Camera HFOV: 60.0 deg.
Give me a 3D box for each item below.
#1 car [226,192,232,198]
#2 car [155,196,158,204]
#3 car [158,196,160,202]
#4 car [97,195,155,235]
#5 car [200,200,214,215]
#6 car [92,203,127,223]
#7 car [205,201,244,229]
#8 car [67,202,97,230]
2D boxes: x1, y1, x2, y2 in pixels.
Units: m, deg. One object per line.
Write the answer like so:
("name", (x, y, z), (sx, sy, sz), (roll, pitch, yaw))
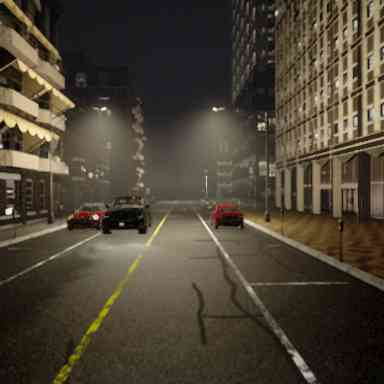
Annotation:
("car", (12.022, 0.814, 93.621), (5.009, 1.841, 2.192), (-1, 1, -2))
("car", (-7.238, 1.498, 54.522), (2.008, 1.369, 4.403), (0, 0, -2))
("car", (-7.401, 1.492, 60.168), (2.008, 1.369, 4.403), (0, 0, -2))
("car", (-3.530, 1.205, 18.938), (2.150, 2.045, 5.566), (0, 0, -2))
("car", (1.792, 1.480, 32.180), (2.008, 1.369, 4.403), (0, 0, -2))
("car", (-6.421, 1.569, 26.291), (1.802, 1.307, 4.206), (0, 0, -2))
("car", (2.119, 1.492, 20.887), (1.887, 1.381, 4.507), (0, 0, -2))
("car", (-6.259, 1.437, 20.644), (1.967, 1.590, 4.097), (0, 0, -2))
